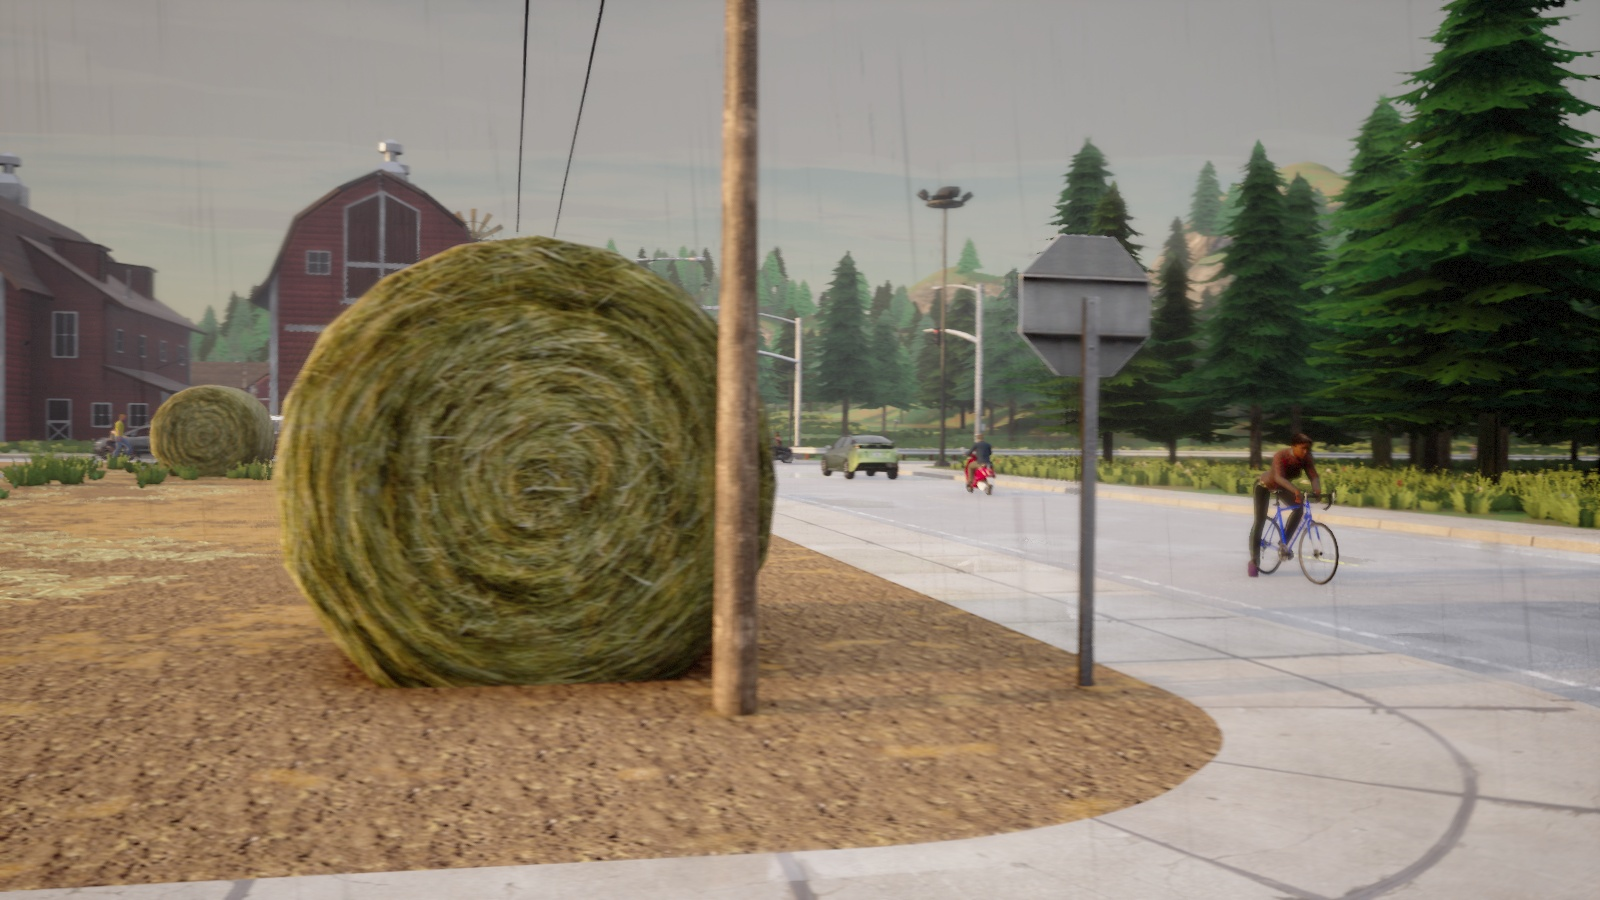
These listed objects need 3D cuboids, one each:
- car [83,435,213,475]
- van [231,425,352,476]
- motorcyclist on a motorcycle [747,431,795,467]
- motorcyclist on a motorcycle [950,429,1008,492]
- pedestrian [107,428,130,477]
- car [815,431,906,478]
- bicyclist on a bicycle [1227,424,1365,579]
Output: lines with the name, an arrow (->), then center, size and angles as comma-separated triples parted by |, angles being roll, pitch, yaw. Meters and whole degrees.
car -> -28.464, 0.191, 54.992 | 4.611, 1.667, 2.242 | -1, 1, -14
van -> -21.453, 0.012, 53.158 | 4.480, 2.038, 2.069 | -1, 1, -14
motorcyclist on a motorcycle -> -1.384, -0.075, 60.437 | 2.350, 1.649, 0.766 | -2, 3, -41
motorcyclist on a motorcycle -> 4.658, 0.265, 32.821 | 0.866, 1.590, 1.817 | -1, 1, -13
pedestrian -> -25.290, 0.088, 46.600 | 0.706, 1.836, 0.354 | -1, 1, -36
car -> 2.046, 0.129, 43.946 | 2.007, 1.525, 4.514 | -1, 1, -13
bicyclist on a bicycle -> 5.486, 0.524, 13.982 | 0.582, 1.620, 1.656 | -1, 1, -13
